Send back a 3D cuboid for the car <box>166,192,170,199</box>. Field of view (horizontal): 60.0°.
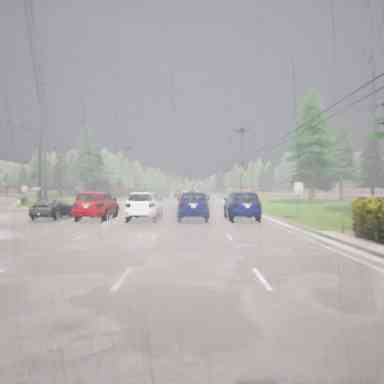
[{"bbox_3d":[-7.002,0.879,81.223,2.033,1.411,5.357,0,0,0],"label":"car"}]

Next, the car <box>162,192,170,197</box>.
[{"bbox_3d":[-7.003,0.625,90.808,1.812,1.442,4.674,0,0,0],"label":"car"}]

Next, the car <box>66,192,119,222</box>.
[{"bbox_3d":[-6.901,1.025,24.328,2.150,2.045,5.566,0,0,0],"label":"car"}]

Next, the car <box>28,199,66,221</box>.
[{"bbox_3d":[-10.401,1.290,24.985,2.128,1.511,4.902,0,0,0],"label":"car"}]

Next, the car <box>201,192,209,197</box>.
[{"bbox_3d":[3.497,0.641,90.808,2.033,1.411,5.357,0,0,0],"label":"car"}]

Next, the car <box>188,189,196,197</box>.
[{"bbox_3d":[-0.003,0.326,90.835,2.150,2.045,5.566,0,0,0],"label":"car"}]

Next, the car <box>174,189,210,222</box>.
[{"bbox_3d":[0.097,1.025,24.324,2.150,2.045,5.566,0,0,0],"label":"car"}]

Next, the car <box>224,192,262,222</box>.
[{"bbox_3d":[3.599,1.025,24.275,2.150,2.045,5.566,0,0,0],"label":"car"}]

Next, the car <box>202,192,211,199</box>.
[{"bbox_3d":[3.498,0.863,81.223,1.812,1.442,4.674,0,0,0],"label":"car"}]

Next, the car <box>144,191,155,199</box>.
[{"bbox_3d":[-10.502,0.692,81.608,2.097,1.767,4.553,0,0,0],"label":"car"}]

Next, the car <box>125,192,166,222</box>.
[{"bbox_3d":[-3.401,1.025,24.266,2.150,2.045,5.566,0,0,0],"label":"car"}]

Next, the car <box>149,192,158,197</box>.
[{"bbox_3d":[-10.503,0.641,90.808,2.033,1.411,5.357,0,0,0],"label":"car"}]

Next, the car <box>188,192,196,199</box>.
[{"bbox_3d":[-0.002,0.863,81.223,1.812,1.442,4.674,0,0,0],"label":"car"}]
